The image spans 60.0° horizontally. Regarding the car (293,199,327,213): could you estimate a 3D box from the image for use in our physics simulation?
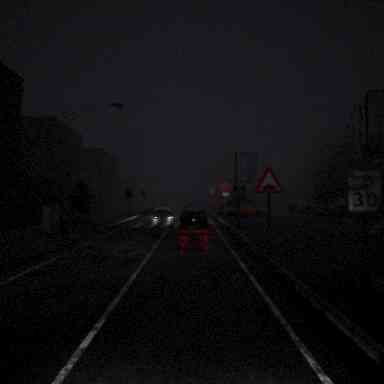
[{"bbox_3d":[18.456,2.077,49.318,5.566,2.045,2.435,0,-2,-1],"label":"car"}]

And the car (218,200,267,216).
[{"bbox_3d":[6.111,1.990,38.697,5.366,1.575,1.946,0,-2,0],"label":"car"}]

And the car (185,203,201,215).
[{"bbox_3d":[0.080,2.099,41.482,1.837,1.490,4.892,0,-2,0],"label":"car"}]

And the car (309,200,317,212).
[{"bbox_3d":[18.713,2.134,43.597,5.366,1.575,1.946,0,-2,0],"label":"car"}]

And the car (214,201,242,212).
[{"bbox_3d":[6.156,2.497,56.791,4.553,1.767,2.185,0,-2,-1],"label":"car"}]

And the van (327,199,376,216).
[{"bbox_3d":[18.451,1.756,38.148,4.442,1.987,1.878,0,-2,0],"label":"van"}]

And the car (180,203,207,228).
[{"bbox_3d":[0.115,1.728,24.582,1.882,1.535,5.008,0,0,0],"label":"car"}]

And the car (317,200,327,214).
[{"bbox_3d":[18.732,2.055,40.938,5.366,1.575,1.946,0,-2,0],"label":"car"}]

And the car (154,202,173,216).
[{"bbox_3d":[-3.357,2.022,39.737,1.882,1.535,5.008,0,-2,0],"label":"car"}]

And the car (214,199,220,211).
[{"bbox_3d":[6.225,2.132,50.847,5.566,2.045,2.435,0,-2,-1],"label":"car"}]

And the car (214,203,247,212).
[{"bbox_3d":[6.166,2.500,53.752,5.008,1.535,2.097,0,-2,-1],"label":"car"}]

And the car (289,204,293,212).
[{"bbox_3d":[18.444,2.438,52.099,4.892,1.521,2.231,0,-2,-1],"label":"car"}]

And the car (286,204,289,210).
[{"bbox_3d":[18.390,2.293,54.776,5.566,2.045,2.435,0,-2,-1],"label":"car"}]
